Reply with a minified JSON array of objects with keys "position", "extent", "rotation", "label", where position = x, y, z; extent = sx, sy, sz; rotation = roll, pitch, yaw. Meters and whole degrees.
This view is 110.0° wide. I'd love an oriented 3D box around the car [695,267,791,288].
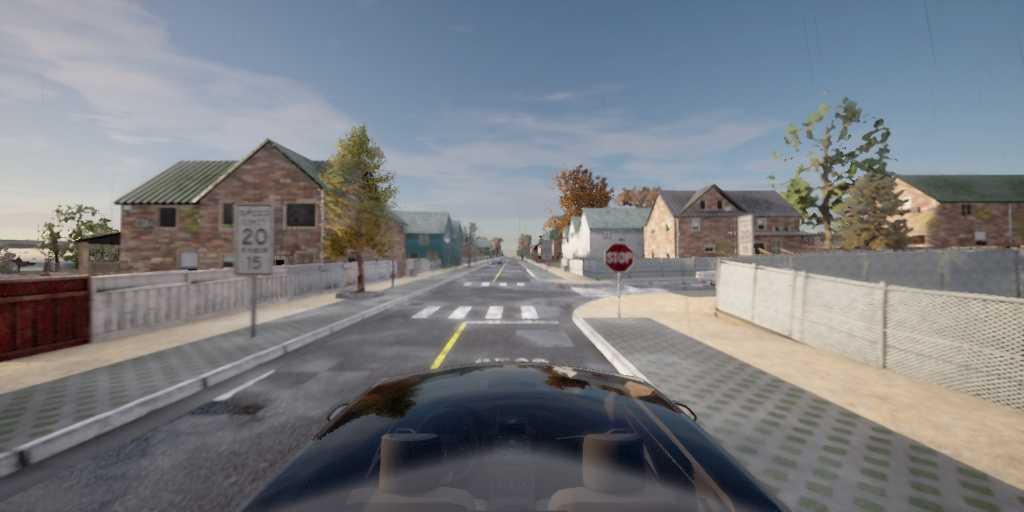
[{"position":[11.440,0.874,16.898],"extent":[4.718,1.301,1.895],"rotation":[-2,-1,1],"label":"car"}]
